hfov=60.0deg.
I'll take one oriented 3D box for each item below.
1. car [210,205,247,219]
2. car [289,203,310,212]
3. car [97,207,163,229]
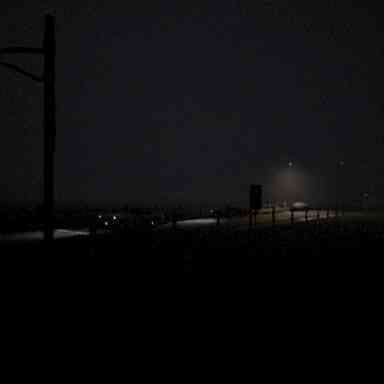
[{"bbox_3d":[3.747,1.995,33.922,1.895,1.301,4.718,1,-1,36],"label":"car"},{"bbox_3d":[16.795,2.381,51.663,2.033,1.411,5.357,1,-1,36],"label":"car"},{"bbox_3d":[-4.188,1.734,23.019,1.895,1.301,4.718,1,-1,36],"label":"car"}]
